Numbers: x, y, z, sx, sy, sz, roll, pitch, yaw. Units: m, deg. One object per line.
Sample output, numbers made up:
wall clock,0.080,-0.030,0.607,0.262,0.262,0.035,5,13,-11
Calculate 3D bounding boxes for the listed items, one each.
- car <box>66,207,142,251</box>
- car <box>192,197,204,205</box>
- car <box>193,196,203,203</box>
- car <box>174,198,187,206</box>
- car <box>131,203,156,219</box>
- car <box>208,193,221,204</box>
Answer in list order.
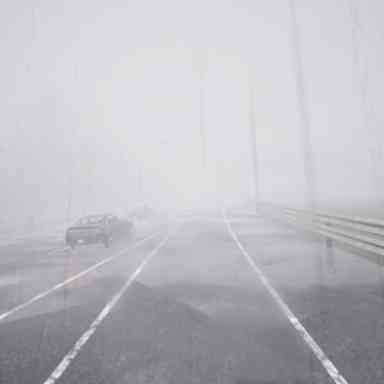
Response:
car,-4.321,1.825,16.283,2.128,1.511,4.902,-4,0,8
car,1.162,1.822,68.876,1.812,1.442,4.674,-4,0,12
car,1.621,1.917,87.435,1.812,1.442,4.674,-4,0,13
car,-2.437,2.028,68.749,1.882,1.535,5.008,-4,0,12
car,-5.139,2.111,34.630,1.895,1.301,4.718,-4,0,9
car,4.724,1.266,69.066,2.150,2.045,5.566,-4,0,12
